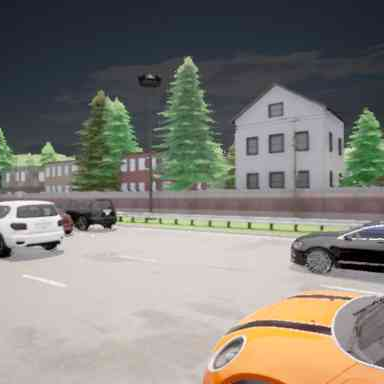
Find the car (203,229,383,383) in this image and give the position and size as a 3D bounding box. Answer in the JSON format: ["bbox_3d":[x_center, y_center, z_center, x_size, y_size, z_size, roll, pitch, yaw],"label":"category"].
[{"bbox_3d":[2.284,1.344,2.363,4.553,1.767,2.097,-1,-1,36],"label":"car"}]

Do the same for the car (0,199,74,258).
[{"bbox_3d":[-7.597,1.389,13.711,5.566,2.045,2.150,-1,0,36],"label":"car"}]

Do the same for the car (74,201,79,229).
[{"bbox_3d":[-8.855,1.564,18.909,4.553,1.767,2.097,-1,-1,36],"label":"car"}]

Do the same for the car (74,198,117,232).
[{"bbox_3d":[-7.416,1.445,22.182,5.566,2.045,2.150,-1,0,35],"label":"car"}]

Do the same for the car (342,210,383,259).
[{"bbox_3d":[7.954,1.476,11.216,5.008,1.535,1.882,-1,0,35],"label":"car"}]

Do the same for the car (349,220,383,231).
[{"bbox_3d":[5.161,1.502,8.910,4.902,1.511,2.128,-1,0,36],"label":"car"}]
